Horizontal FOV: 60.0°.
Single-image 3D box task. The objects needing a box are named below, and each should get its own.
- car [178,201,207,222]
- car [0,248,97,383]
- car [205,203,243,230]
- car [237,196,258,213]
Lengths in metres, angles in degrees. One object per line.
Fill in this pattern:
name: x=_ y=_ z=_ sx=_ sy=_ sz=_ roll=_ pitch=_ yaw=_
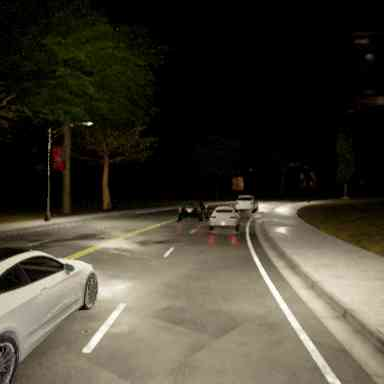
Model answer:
car: x=0.233 y=1.551 z=28.697 sx=2.097 sy=1.767 sz=4.553 roll=0 pitch=0 yaw=12
car: x=-2.922 y=1.561 z=4.953 sx=1.812 sy=1.442 sz=4.674 roll=0 pitch=0 yaw=2
car: x=2.247 y=1.676 z=22.133 sx=1.812 sy=1.442 sz=4.674 roll=0 pitch=0 yaw=10
car: x=6.688 y=1.443 z=40.123 sx=2.150 sy=2.045 sz=5.566 roll=-1 pitch=0 yaw=16
